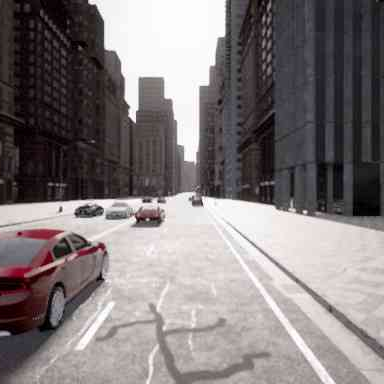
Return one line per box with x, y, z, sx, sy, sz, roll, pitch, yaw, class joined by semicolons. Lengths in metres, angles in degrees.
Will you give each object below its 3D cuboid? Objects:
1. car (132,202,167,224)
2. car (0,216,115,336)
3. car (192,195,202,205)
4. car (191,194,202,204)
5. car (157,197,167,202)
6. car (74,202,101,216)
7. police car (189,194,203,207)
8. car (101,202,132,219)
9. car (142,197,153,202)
-3.155;1.683;25.901;1.895;1.301;4.718;0;0;0;car
-3.153;1.500;6.912;1.882;1.535;5.008;0;0;0;car
0.962;1.593;67.293;2.097;1.767;4.553;0;0;0;car
0.961;1.494;73.354;2.150;2.045;5.566;0;0;0;car
-6.516;1.762;71.922;2.033;1.411;5.357;0;0;0;car
-9.849;1.667;32.081;1.994;1.385;4.181;0;0;0;car
0.964;1.624;57.432;1.930;1.638;5.238;0;0;0;police car
-6.600;1.623;30.421;1.812;1.442;4.674;0;0;0;car
-9.765;1.806;72.725;1.895;1.301;4.718;0;0;0;car
